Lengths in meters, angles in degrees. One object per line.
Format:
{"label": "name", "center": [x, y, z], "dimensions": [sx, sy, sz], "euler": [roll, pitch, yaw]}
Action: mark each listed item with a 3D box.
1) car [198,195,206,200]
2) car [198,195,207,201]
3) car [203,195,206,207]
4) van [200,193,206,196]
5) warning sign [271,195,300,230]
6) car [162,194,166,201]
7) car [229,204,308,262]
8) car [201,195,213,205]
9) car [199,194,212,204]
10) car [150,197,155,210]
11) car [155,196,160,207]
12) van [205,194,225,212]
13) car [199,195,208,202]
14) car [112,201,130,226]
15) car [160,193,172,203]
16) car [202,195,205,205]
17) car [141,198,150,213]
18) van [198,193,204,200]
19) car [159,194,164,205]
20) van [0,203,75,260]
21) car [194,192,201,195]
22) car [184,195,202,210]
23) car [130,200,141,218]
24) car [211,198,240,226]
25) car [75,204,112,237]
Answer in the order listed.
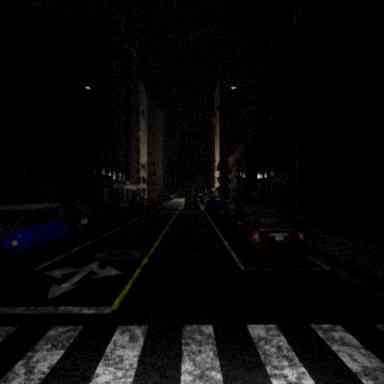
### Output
{"label": "car", "center": [2.508, 1.449, 85.726], "dimensions": [1.802, 1.307, 4.206], "euler": [0, 0, 0]}
{"label": "car", "center": [2.519, 1.431, 80.056], "dimensions": [2.008, 1.369, 4.403], "euler": [0, 0, 0]}
{"label": "car", "center": [2.593, 1.472, 40.541], "dimensions": [1.752, 1.417, 4.829], "euler": [0, 0, 0]}
{"label": "van", "center": [2.572, 1.270, 51.710], "dimensions": [1.690, 1.788, 3.998], "euler": [0, 0, 0]}
{"label": "warning sign", "center": [5.037, 1.093, 18.024], "dimensions": [1.300, 1.860, 1.060], "euler": [0, 0, 0]}
{"label": "car", "center": [-5.964, 1.447, 57.184], "dimensions": [1.752, 1.417, 4.829], "euler": [0, 0, 0]}
{"label": "car", "center": [2.647, 1.425, 12.025], "dimensions": [1.967, 1.590, 4.097], "euler": [0, 0, 0]}
{"label": "car", "center": [2.561, 1.360, 57.380], "dimensions": [1.967, 1.590, 4.097], "euler": [0, 0, 0]}
{"label": "car", "center": [2.550, 1.225, 63.048], "dimensions": [2.192, 1.841, 5.009], "euler": [0, 0, 0]}
{"label": "car", "center": [-5.932, 1.475, 40.179], "dimensions": [1.752, 1.417, 4.829], "euler": [0, 0, 0]}
{"label": "car", "center": [-5.943, 1.506, 46.017], "dimensions": [1.947, 1.339, 4.313], "euler": [0, 0, 0]}
{"label": "van", "center": [2.604, 1.297, 34.702], "dimensions": [1.690, 1.788, 3.998], "euler": [0, 0, 0]}
{"label": "car", "center": [2.529, 1.456, 74.387], "dimensions": [1.947, 1.339, 4.313], "euler": [0, 0, 0]}
{"label": "car", "center": [-5.900, 1.539, 23.344], "dimensions": [1.947, 1.339, 4.313], "euler": [0, 0, 0]}
{"label": "car", "center": [-5.986, 1.216, 68.690], "dimensions": [2.192, 1.841, 5.009], "euler": [0, 0, 0]}
{"label": "car", "center": [2.583, 1.489, 46.041], "dimensions": [2.008, 1.369, 4.403], "euler": [0, 0, 0]}
{"label": "car", "center": [-5.922, 1.523, 34.681], "dimensions": [1.947, 1.339, 4.313], "euler": [0, 0, 0]}
{"label": "van", "center": [2.497, 1.194, 91.396], "dimensions": [1.690, 1.788, 3.998], "euler": [0, 0, 0]}
{"label": "car", "center": [-5.953, 1.476, 51.685], "dimensions": [1.887, 1.381, 4.507], "euler": [0, 0, 0]}
{"label": "van", "center": [-5.879, 1.328, 12.007], "dimensions": [1.690, 1.788, 3.998], "euler": [0, 0, 0]}
{"label": "car", "center": [-0.086, 1.279, 53.103], "dimensions": [2.097, 1.767, 4.553], "euler": [0, 0, 0]}
{"label": "car", "center": [0.035, 1.471, 41.815], "dimensions": [1.812, 1.442, 4.674], "euler": [0, 0, 0]}
{"label": "car", "center": [-5.911, 1.547, 29.012], "dimensions": [1.802, 1.307, 4.206], "euler": [0, 0, 0]}
{"label": "car", "center": [2.625, 1.411, 23.364], "dimensions": [1.967, 1.590, 4.097], "euler": [0, 0, 0]}
{"label": "car", "center": [-5.889, 1.420, 17.675], "dimensions": [1.967, 1.590, 4.097], "euler": [0, 0, 0]}
